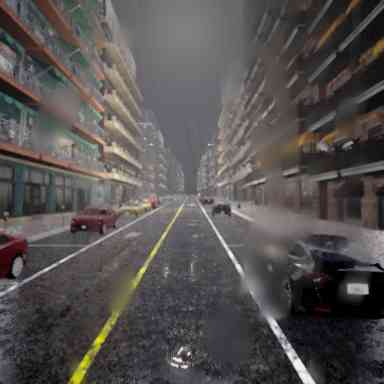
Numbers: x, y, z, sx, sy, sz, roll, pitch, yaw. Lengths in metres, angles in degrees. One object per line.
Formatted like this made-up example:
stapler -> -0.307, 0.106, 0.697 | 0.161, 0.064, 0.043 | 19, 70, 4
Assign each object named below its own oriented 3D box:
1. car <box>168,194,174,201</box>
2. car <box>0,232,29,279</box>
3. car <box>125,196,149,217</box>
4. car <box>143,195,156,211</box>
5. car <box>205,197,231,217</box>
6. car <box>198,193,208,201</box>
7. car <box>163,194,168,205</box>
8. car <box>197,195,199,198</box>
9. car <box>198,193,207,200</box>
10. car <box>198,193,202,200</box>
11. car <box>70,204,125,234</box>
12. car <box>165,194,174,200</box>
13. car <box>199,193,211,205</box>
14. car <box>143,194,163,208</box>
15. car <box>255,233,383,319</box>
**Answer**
car -> -5.383, 1.253, 75.050 | 1.752, 1.417, 4.829 | 2, 0, 0
car -> -5.298, 1.515, 7.252 | 1.887, 1.381, 4.507 | 2, 0, 0
car -> -5.326, 1.406, 29.738 | 1.752, 1.417, 4.829 | 2, 0, 0
car -> -5.333, 1.386, 35.403 | 1.752, 1.417, 4.829 | 2, 0, 0
car -> 2.553, 1.432, 29.913 | 2.008, 1.369, 4.403 | 2, 0, 0
car -> 2.499, 1.168, 75.224 | 1.967, 1.590, 4.097 | 2, 0, 0
car -> -5.355, 1.349, 52.567 | 2.008, 1.369, 4.403 | 2, 0, 0
car -> 2.517, 1.076, 63.898 | 2.192, 1.841, 5.009 | 2, 0, 0
car -> 2.491, 1.154, 80.890 | 1.967, 1.590, 4.097 | 2, 0, 0
car -> 2.516, 1.361, 58.234 | 1.802, 1.307, 4.206 | 2, 0, 0
car -> -5.312, 1.468, 18.582 | 1.887, 1.381, 4.507 | 2, 0, 0
car -> -5.391, 1.258, 80.886 | 1.887, 1.381, 4.507 | 2, 0, 0
car -> 2.523, 1.364, 52.571 | 1.947, 1.339, 4.313 | 2, 0, 0
car -> -5.333, 1.154, 41.237 | 2.192, 1.841, 5.009 | 2, 0, 0
car -> 2.580, 1.536, 7.257 | 1.947, 1.339, 4.313 | 2, 0, 0
